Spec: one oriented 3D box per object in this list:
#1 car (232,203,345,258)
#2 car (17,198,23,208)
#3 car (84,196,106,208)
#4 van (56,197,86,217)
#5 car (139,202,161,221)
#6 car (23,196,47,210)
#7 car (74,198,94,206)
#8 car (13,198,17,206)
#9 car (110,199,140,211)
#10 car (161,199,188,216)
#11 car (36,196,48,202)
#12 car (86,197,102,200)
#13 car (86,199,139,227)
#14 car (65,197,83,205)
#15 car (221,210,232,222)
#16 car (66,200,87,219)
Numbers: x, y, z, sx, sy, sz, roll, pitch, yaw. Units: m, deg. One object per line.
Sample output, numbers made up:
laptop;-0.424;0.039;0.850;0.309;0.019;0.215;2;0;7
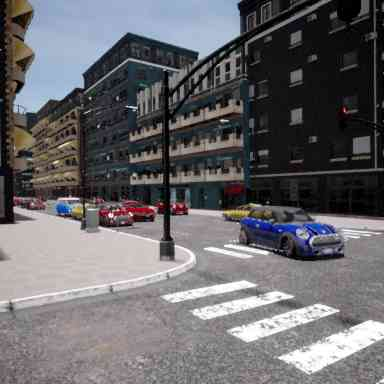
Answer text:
car;3.778;1.405;13.310;2.097;1.767;4.553;-1;1;-22
car;-25.053;1.769;51.004;1.947;1.339;4.313;-1;1;-35
car;-15.019;1.502;51.358;1.967;1.590;4.097;-1;1;-35
van;-12.210;1.483;32.974;1.690;1.788;3.998;-1;1;-35
car;-4.766;1.556;26.992;1.882;1.535;5.008;-1;0;-36
car;-21.843;1.628;46.496;1.967;1.590;4.097;-1;1;-35
car;-18.228;1.643;55.866;1.947;1.339;4.313;-1;1;-35
car;-31.476;1.782;60.019;1.887;1.381;4.507;-1;1;-35
car;-8.594;1.581;42.345;2.008;1.369;4.403;-1;1;-35
car;-2.173;1.441;33.329;1.967;1.590;4.097;-1;1;-35
car;-37.497;1.728;82.910;1.887;1.381;4.507;-1;1;-35
car;-12.363;1.466;37.672;2.097;1.767;4.553;-1;0;-35
car;-5.786;1.553;23.961;1.967;1.590;4.097;-1;1;-35
car;-21.440;1.645;60.374;2.008;1.369;4.403;-1;1;-35
car;4.152;1.498;24.454;1.752;1.417;4.829;-1;1;-35
car;-8.898;1.652;28.330;1.752;1.417;4.829;-1;1;-35
